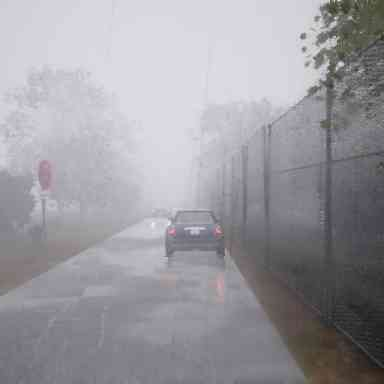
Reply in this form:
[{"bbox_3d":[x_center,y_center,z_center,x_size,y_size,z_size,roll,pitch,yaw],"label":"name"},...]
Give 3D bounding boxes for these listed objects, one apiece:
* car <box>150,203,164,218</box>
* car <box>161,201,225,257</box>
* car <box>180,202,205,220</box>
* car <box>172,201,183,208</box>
[{"bbox_3d":[-2.935,1.777,32.756,1.812,1.442,4.674,0,-1,0],"label":"car"},{"bbox_3d":[0.095,1.381,13.321,2.097,1.767,4.553,-1,0,0],"label":"car"},{"bbox_3d":[0.021,1.719,31.260,2.128,1.511,4.902,0,-1,0],"label":"car"},{"bbox_3d":[-3.152,2.766,73.095,2.128,1.511,4.902,0,-2,-1],"label":"car"}]
